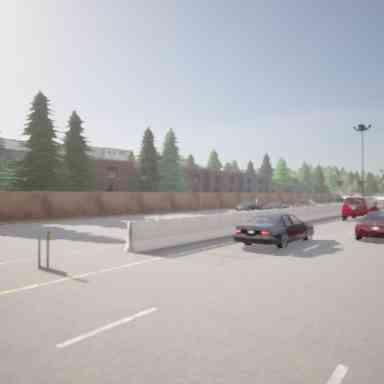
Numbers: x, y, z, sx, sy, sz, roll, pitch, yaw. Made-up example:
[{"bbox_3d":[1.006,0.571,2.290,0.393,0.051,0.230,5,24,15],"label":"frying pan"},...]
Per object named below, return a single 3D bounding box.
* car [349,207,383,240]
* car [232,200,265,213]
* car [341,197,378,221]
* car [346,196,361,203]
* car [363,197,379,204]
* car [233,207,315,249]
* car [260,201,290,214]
[{"bbox_3d":[9.800,1.680,17.098,1.994,1.385,4.181,0,-1,38],"label":"car"},{"bbox_3d":[7.332,1.808,42.681,2.128,1.511,4.902,0,-1,38],"label":"car"},{"bbox_3d":[14.791,1.423,29.184,2.150,2.045,5.566,0,-1,38],"label":"car"},{"bbox_3d":[35.351,1.616,72.721,1.837,1.490,4.892,0,-1,38],"label":"car"},{"bbox_3d":[37.870,1.783,70.259,2.033,1.411,5.357,0,-1,38],"label":"car"},{"bbox_3d":[3.903,1.660,15.246,2.033,1.411,5.357,0,-1,38],"label":"car"},{"bbox_3d":[10.219,1.860,40.692,1.994,1.385,4.181,0,-1,38],"label":"car"}]
